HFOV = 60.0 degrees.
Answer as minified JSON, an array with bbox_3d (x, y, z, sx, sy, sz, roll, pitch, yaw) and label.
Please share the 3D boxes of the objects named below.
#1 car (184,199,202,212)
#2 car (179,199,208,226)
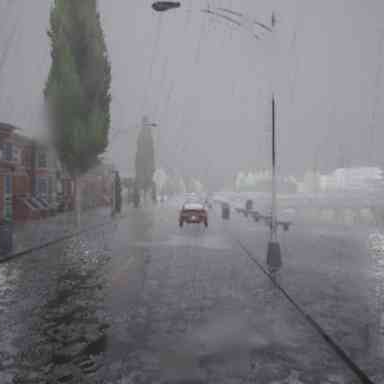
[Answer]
[{"bbox_3d":[0.106,1.558,39.868,1.994,1.385,4.181,0,0,0],"label":"car"},{"bbox_3d":[0.102,1.474,23.373,1.882,1.535,5.008,0,0,0],"label":"car"}]
